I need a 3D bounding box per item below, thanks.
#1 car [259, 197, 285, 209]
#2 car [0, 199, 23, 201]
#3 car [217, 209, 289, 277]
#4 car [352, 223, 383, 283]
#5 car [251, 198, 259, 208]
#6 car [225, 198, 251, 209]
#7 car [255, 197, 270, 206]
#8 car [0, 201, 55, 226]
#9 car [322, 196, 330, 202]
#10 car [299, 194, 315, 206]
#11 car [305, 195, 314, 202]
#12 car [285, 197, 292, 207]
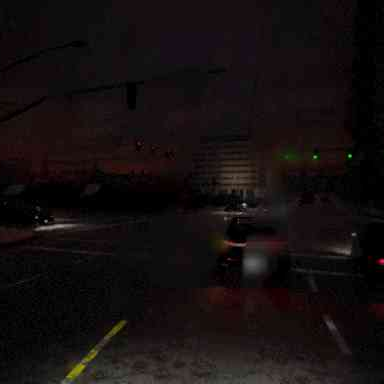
[{"bbox_3d":[10.459,1.597,43.248,2.033,1.411,5.357,0,0,21],"label":"car"},{"bbox_3d":[-15.060,1.363,28.174,4.553,1.767,2.097,0,0,21],"label":"car"},{"bbox_3d":[1.908,1.502,10.334,2.128,1.511,4.902,0,0,11],"label":"car"},{"bbox_3d":[5.653,1.571,9.274,2.033,1.411,5.357,0,0,21],"label":"car"},{"bbox_3d":[8.537,1.570,47.981,1.812,1.442,4.674,0,0,21],"label":"car"},{"bbox_3d":[5.280,1.535,39.539,1.837,1.490,4.892,0,0,21],"label":"car"},{"bbox_3d":[12.308,1.586,57.697,1.812,1.442,4.674,0,0,22],"label":"car"},{"bbox_3d":[-12.278,1.567,23.327,5.357,1.411,2.033,0,0,21],"label":"car"},{"bbox_3d":[31.165,1.672,77.483,2.033,1.411,5.357,0,0,21],"label":"car"},{"bbox_3d":[19.332,1.306,56.080,2.150,2.045,5.566,0,0,21],"label":"car"},{"bbox_3d":[27.795,1.599,78.470,1.882,1.535,5.008,0,0,21],"label":"car"},{"bbox_3d":[14.197,1.557,52.922,2.128,1.511,4.902,0,0,21],"label":"car"}]
